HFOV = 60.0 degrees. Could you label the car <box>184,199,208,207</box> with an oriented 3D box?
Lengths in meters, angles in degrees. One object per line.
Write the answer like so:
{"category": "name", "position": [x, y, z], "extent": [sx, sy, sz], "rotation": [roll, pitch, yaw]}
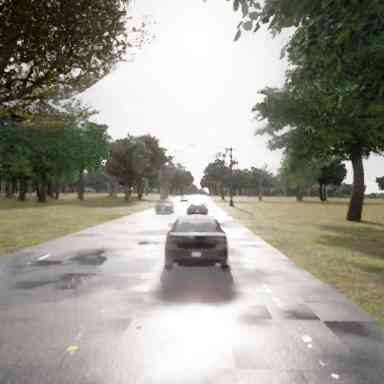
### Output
{"category": "car", "position": [0.539, 1.676, 31.724], "extent": [1.994, 1.385, 4.181], "rotation": [0, 0, 2]}

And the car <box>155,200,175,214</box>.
{"category": "car", "position": [-3.006, 1.629, 37.389], "extent": [2.128, 1.511, 4.902], "rotation": [0, 0, 2]}

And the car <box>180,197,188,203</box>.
{"category": "car", "position": [-1.765, 1.787, 78.559], "extent": [2.033, 1.411, 5.357], "rotation": [0, 0, 2]}

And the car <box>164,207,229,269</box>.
{"category": "car", "position": [0.155, 1.514, 11.347], "extent": [1.882, 1.535, 5.008], "rotation": [0, 0, 1]}
